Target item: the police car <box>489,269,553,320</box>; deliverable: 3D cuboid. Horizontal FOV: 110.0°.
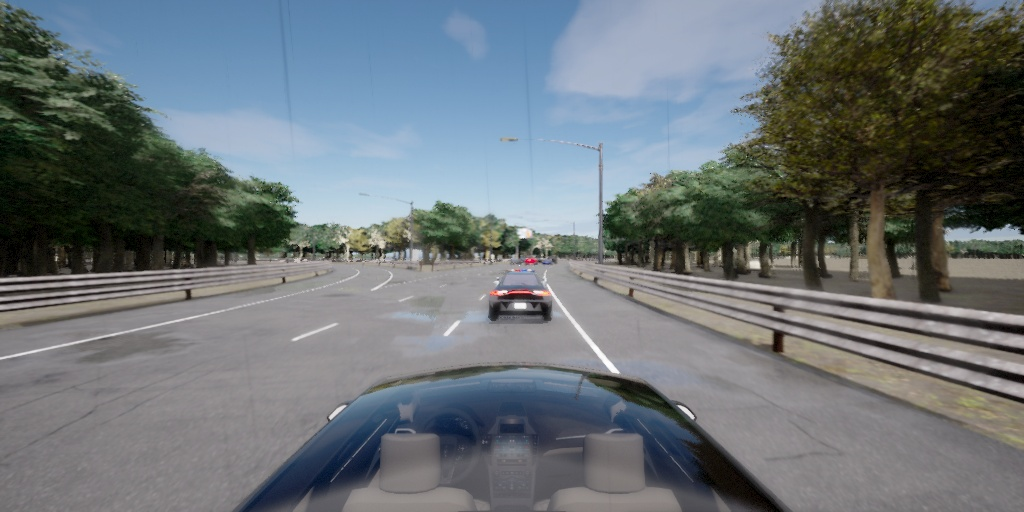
[{"bbox_3d":[0.312,1.255,12.696,2.038,1.542,4.974,0,0,2],"label":"police car"}]
